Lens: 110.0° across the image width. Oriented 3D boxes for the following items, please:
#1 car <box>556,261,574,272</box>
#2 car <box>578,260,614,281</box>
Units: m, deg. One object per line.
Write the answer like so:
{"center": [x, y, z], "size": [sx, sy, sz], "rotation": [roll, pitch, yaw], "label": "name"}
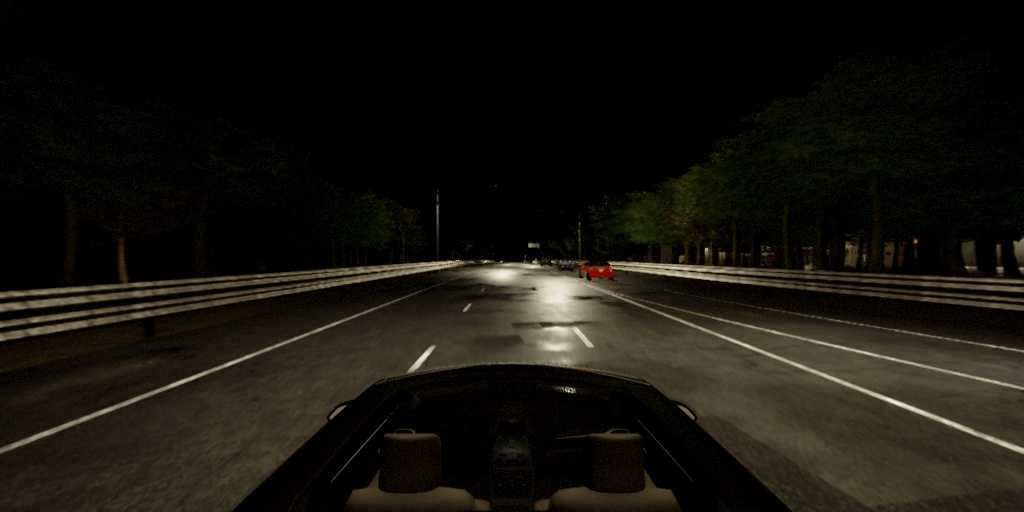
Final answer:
{"center": [7.019, 1.365, 47.664], "size": [2.033, 1.411, 5.357], "rotation": [0, 0, 0], "label": "car"}
{"center": [7.041, 1.142, 30.488], "size": [2.097, 1.767, 4.553], "rotation": [0, 0, 0], "label": "car"}
